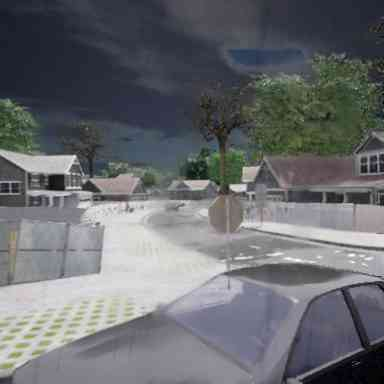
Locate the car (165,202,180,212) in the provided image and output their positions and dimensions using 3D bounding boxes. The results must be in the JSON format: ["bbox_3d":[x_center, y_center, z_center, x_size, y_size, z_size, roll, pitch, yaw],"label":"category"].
[{"bbox_3d":[-3.086,2.414,53.381,1.837,1.490,4.892,-1,-1,6],"label":"car"}]

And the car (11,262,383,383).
[{"bbox_3d":[1.017,1.570,3.608,5.357,1.411,2.033,1,0,-34],"label":"car"}]
